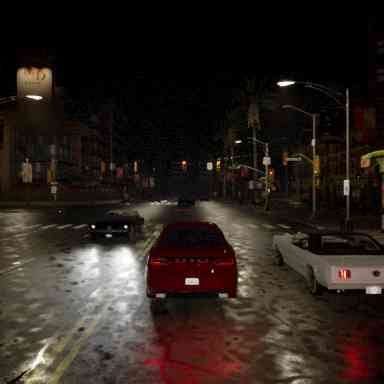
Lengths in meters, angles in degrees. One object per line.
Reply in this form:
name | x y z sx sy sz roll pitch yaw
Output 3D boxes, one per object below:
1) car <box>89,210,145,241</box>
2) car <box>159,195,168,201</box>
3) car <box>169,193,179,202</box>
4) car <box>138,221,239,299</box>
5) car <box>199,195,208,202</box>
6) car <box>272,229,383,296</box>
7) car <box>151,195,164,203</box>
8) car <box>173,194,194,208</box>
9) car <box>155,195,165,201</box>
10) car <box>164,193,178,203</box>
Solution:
car | -3.613 1.601 16.765 1.895 1.301 4.718 0 0 0
car | -7.863 1.525 91.178 2.128 1.511 4.902 0 0 -1
car | -4.261 1.225 80.645 2.150 2.045 5.566 0 0 -1
car | -0.006 1.478 8.530 1.882 1.535 5.008 0 0 0
car | 2.771 1.524 77.575 1.812 1.442 4.674 0 0 -1
car | 3.495 1.601 8.618 1.895 1.301 4.718 0 0 0
car | -7.674 1.540 71.568 2.033 1.411 5.357 0 0 -1
car | -0.877 1.491 49.421 2.128 1.511 4.902 0 0 11
car | -7.765 1.524 81.063 1.812 1.442 4.674 0 0 -1
car | -4.171 1.355 71.306 2.097 1.767 4.553 0 0 -1
